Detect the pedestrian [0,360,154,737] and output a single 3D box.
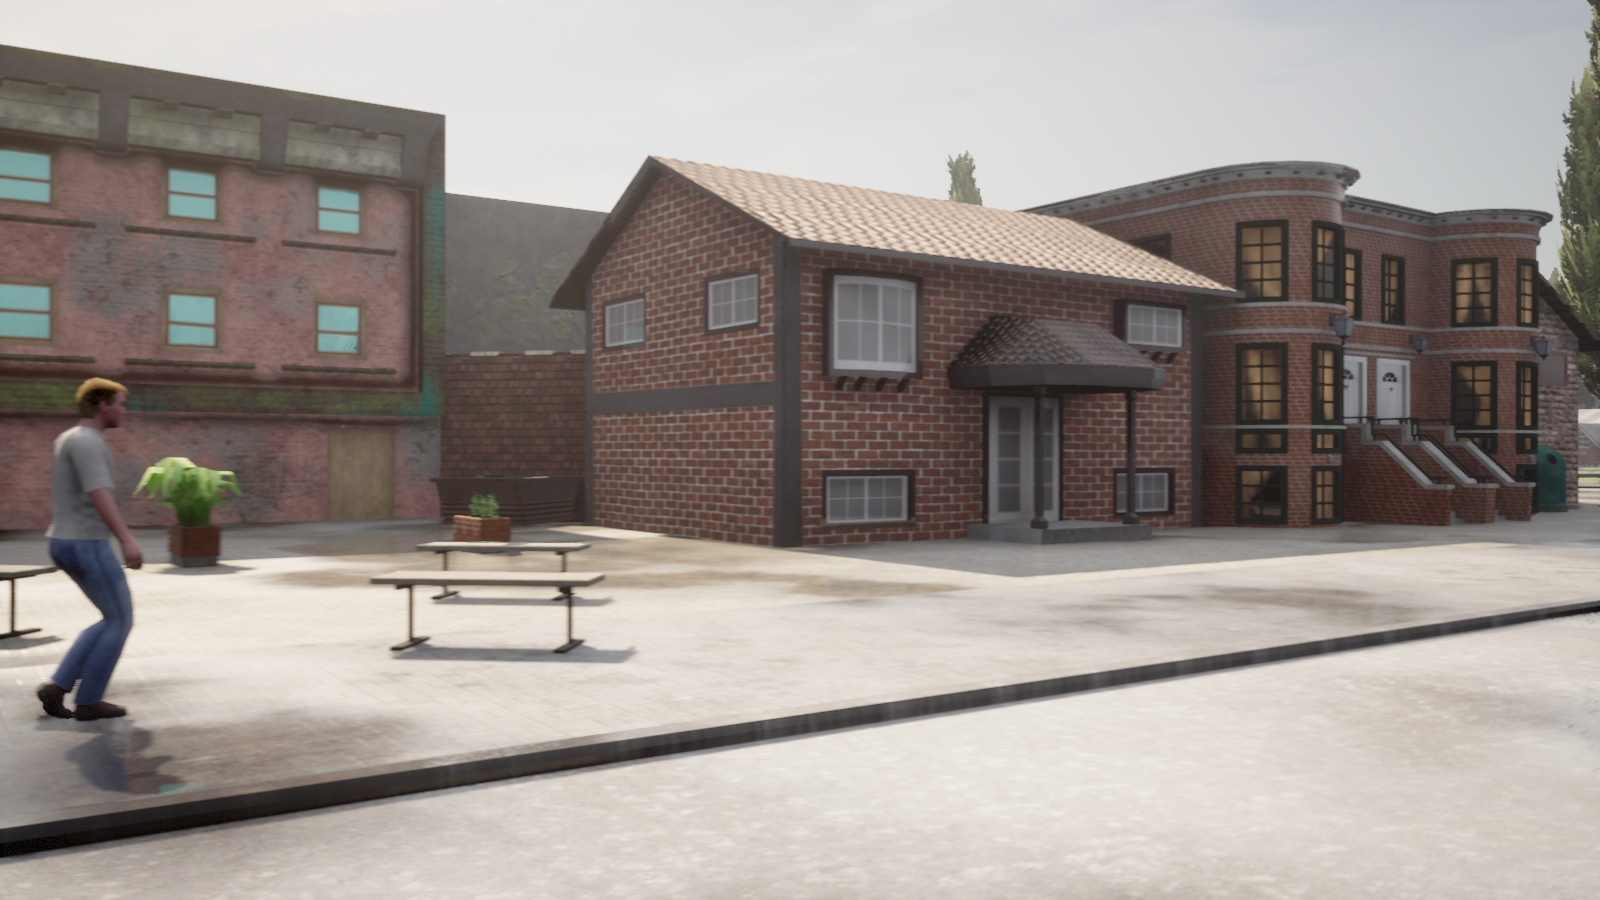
[{"bbox_3d":[-3.771,0.479,6.472,0.706,1.836,0.354,0,0,-45],"label":"pedestrian"}]
